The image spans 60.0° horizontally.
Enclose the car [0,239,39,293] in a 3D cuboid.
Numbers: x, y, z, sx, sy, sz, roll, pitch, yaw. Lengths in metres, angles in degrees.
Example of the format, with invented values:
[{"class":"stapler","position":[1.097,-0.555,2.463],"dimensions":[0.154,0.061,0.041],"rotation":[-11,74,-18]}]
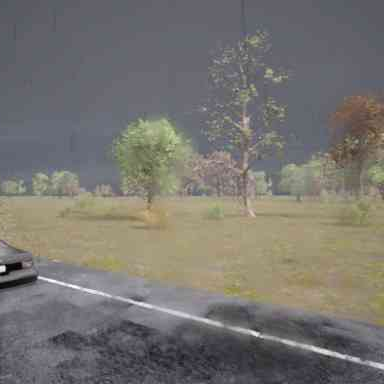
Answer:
[{"class":"car","position":[-5.895,1.610,8.071],"dimensions":[5.357,1.411,2.033],"rotation":[0,0,36]}]
